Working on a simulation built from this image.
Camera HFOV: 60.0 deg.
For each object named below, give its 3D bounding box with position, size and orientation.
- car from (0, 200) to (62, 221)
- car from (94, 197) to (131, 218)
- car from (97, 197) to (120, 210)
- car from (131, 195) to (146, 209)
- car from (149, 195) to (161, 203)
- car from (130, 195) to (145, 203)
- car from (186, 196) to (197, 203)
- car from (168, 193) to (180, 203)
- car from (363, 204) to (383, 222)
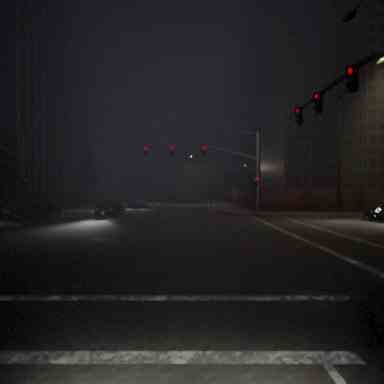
[{"bbox_3d":[-12.843,1.402,26.446,1.882,1.535,5.008,2,1,32],"label":"car"},{"bbox_3d":[-7.123,1.409,29.038,2.128,1.511,4.902,0,0,0],"label":"car"},{"bbox_3d":[-10.631,1.404,42.573,1.812,1.442,4.674,0,0,0],"label":"car"},{"bbox_3d":[-7.130,1.402,43.407,1.812,1.442,4.674,0,0,0],"label":"car"},{"bbox_3d":[-7.074,1.343,64.105,1.812,1.442,4.674,0,0,0],"label":"car"},{"bbox_3d":[-10.569,1.363,64.961,2.033,1.411,5.357,0,0,0],"label":"car"},{"bbox_3d":[-0.063,1.378,65.376,1.994,1.385,4.181,0,0,0],"label":"car"},{"bbox_3d":[-3.563,1.166,65.343,2.097,1.767,4.553,0,0,0],"label":"car"},{"bbox_3d":[15.032,1.283,24.293,4.553,1.767,2.097,0,0,0],"label":"car"}]
